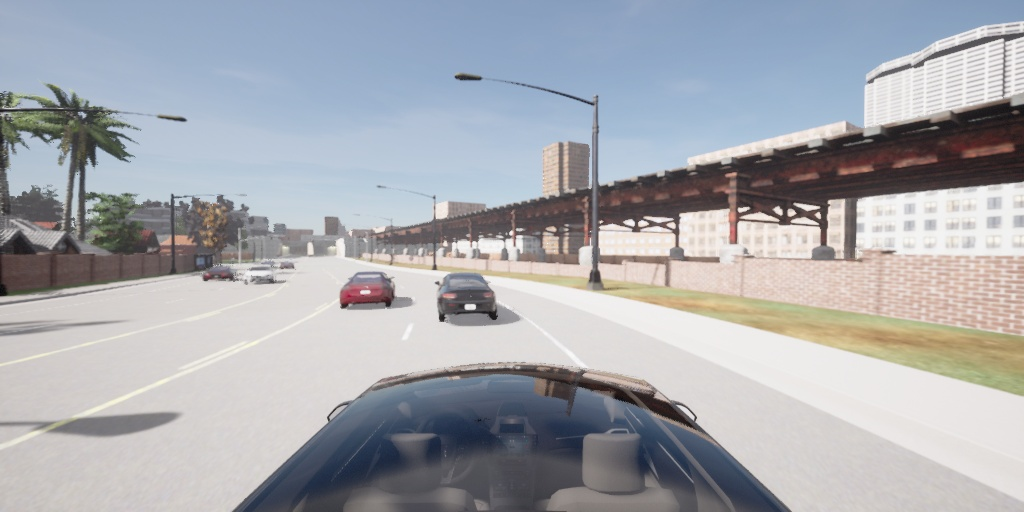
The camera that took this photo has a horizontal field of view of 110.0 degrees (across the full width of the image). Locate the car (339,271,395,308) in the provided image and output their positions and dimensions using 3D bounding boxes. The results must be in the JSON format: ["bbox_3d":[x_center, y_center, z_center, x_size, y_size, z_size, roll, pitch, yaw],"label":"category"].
[{"bbox_3d":[-6.177,1.351,15.638,1.994,1.385,4.181,0,0,-17],"label":"car"}]

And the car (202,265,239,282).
[{"bbox_3d":[-25.830,1.545,31.896,1.994,1.385,4.181,-1,0,-29],"label":"car"}]

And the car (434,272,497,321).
[{"bbox_3d":[-1.679,1.286,12.484,1.812,1.442,4.674,0,0,-12],"label":"car"}]

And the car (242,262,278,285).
[{"bbox_3d":[-19.859,1.446,28.404,1.812,1.442,4.674,-1,0,-29],"label":"car"}]
